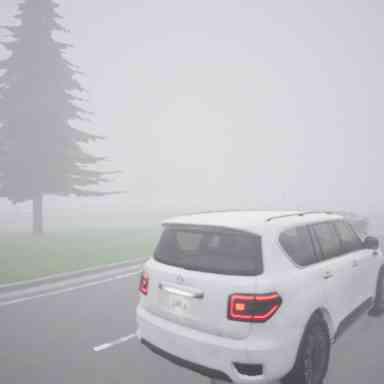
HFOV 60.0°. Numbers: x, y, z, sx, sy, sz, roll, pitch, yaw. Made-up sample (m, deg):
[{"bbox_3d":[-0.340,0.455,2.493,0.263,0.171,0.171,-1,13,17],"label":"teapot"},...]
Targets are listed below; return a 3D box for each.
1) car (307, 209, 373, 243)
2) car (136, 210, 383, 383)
[{"bbox_3d":[8.481,1.780,18.778,1.837,1.490,4.892,-2,-2,44],"label":"car"},{"bbox_3d":[1.631,1.320,5.648,2.150,2.045,5.566,-1,-1,41],"label":"car"}]
